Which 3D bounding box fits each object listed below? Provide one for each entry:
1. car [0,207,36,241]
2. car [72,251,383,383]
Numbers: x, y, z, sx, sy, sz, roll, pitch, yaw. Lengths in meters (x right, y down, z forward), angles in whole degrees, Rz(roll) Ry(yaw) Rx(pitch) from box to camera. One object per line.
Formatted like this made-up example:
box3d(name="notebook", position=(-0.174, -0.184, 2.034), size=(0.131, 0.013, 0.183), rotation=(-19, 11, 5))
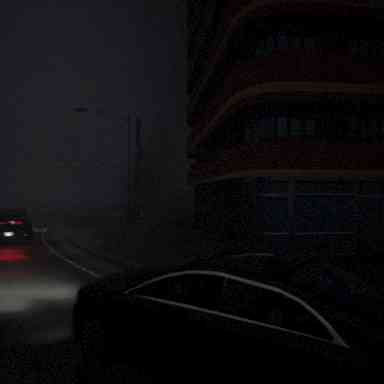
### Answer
box3d(name="car", position=(-8.705, 1.504, 16.072), size=(1.837, 1.490, 4.892), rotation=(0, 0, -26))
box3d(name="car", position=(0.476, 1.492, 3.981), size=(4.902, 1.511, 2.128), rotation=(0, 0, 39))
